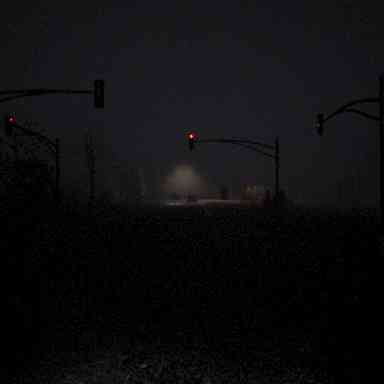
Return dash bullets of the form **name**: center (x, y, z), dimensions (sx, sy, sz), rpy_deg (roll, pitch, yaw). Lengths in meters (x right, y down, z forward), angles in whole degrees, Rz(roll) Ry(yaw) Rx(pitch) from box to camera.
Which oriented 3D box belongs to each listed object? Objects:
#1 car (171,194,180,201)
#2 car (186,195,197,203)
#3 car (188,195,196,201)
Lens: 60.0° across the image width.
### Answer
- **car**: center (-3.563, 1.172, 72.131), dimensions (1.837, 1.490, 4.892), rpy_deg (0, 0, 0)
- **car**: center (-0.059, 1.402, 67.928), dimensions (2.097, 1.767, 4.553), rpy_deg (0, 0, 0)
- **car**: center (-0.068, 1.400, 77.964), dimensions (1.837, 1.490, 4.892), rpy_deg (0, 0, 0)
